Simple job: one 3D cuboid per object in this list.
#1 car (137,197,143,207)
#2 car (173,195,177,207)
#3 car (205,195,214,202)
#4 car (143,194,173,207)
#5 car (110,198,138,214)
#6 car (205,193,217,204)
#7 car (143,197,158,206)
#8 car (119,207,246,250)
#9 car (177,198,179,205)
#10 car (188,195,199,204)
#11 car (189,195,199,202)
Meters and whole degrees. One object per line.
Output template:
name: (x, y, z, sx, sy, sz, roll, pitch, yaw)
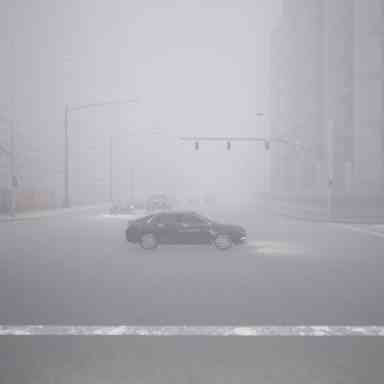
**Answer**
car: (-7.159, 1.463, 43.842, 1.882, 1.535, 5.008, 0, 0, 1)
car: (-3.595, 1.489, 47.514, 1.837, 1.490, 4.892, 0, 0, 1)
car: (3.907, 1.391, 75.444, 1.837, 1.490, 4.892, 0, 0, 1)
car: (-3.736, 1.209, 37.598, 2.150, 2.045, 5.566, 0, 0, 1)
car: (-7.277, 1.552, 35.015, 1.994, 1.385, 4.181, 0, 0, 1)
car: (3.748, 1.200, 64.832, 2.150, 2.045, 5.566, 0, 0, 1)
car: (-6.954, 1.545, 55.943, 1.994, 1.385, 4.181, 0, 0, 2)
car: (-0.269, 1.501, 13.628, 4.892, 1.490, 1.837, 0, 0, 0)
car: (-3.430, 1.334, 57.671, 2.097, 1.767, 4.553, 0, 0, 1)
car: (0.304, 1.542, 61.909, 1.994, 1.385, 4.181, 0, 0, 1)
car: (0.407, 1.500, 75.356, 2.128, 1.511, 4.902, 0, 0, 1)
